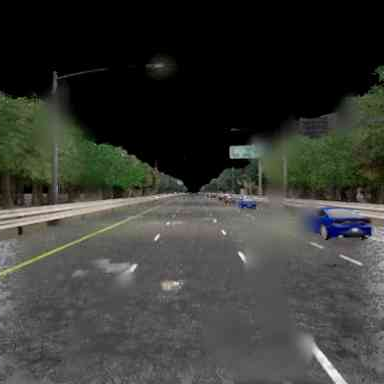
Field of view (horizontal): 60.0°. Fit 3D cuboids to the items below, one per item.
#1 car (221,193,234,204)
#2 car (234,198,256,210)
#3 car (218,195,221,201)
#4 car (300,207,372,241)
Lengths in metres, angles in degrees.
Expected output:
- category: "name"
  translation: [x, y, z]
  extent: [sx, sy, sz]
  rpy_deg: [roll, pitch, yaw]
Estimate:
- category: "car"
  translation: [7.238, 1.504, 64.894]
  extent: [1.812, 1.442, 4.674]
  rpy_deg: [0, 0, 0]
- category: "car"
  translation: [7.114, 1.494, 43.441]
  extent: [1.882, 1.535, 5.008]
  rpy_deg: [0, 0, 0]
- category: "car"
  translation: [7.336, 1.440, 80.872]
  extent: [1.882, 1.535, 5.008]
  rpy_deg: [0, 0, 0]
- category: "car"
  translation: [7.021, 1.499, 16.776]
  extent: [1.882, 1.535, 5.008]
  rpy_deg: [0, 0, 0]
